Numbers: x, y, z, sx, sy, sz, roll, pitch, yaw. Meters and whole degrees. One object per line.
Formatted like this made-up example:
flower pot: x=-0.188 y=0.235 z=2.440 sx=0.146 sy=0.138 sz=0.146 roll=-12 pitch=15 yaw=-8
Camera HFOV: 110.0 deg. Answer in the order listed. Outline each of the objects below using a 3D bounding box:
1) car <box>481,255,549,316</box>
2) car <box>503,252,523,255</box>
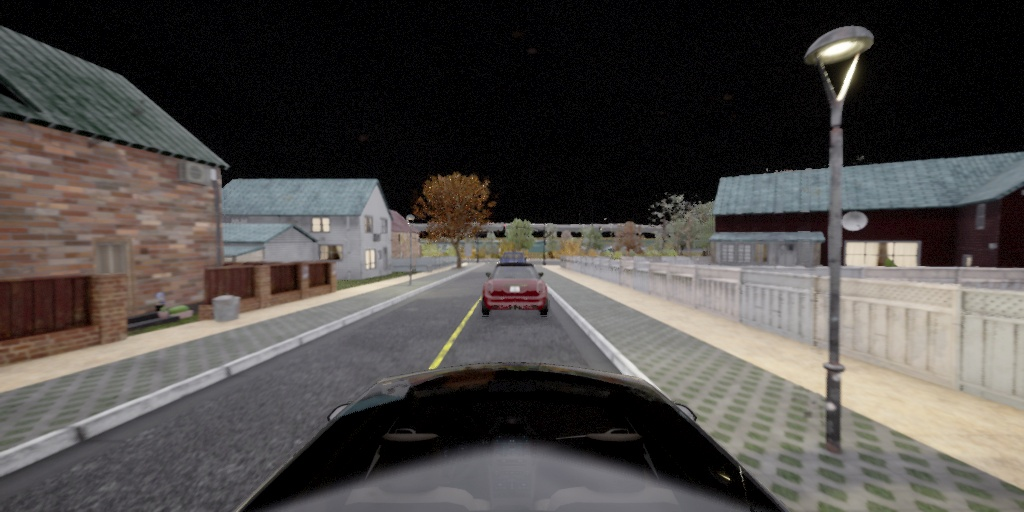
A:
car: x=0.098 y=0.980 z=12.873 sx=2.097 sy=1.767 sz=4.553 roll=0 pitch=1 yaw=0
car: x=0.100 y=0.667 z=30.371 sx=2.150 sy=2.045 sz=5.566 roll=0 pitch=0 yaw=0
